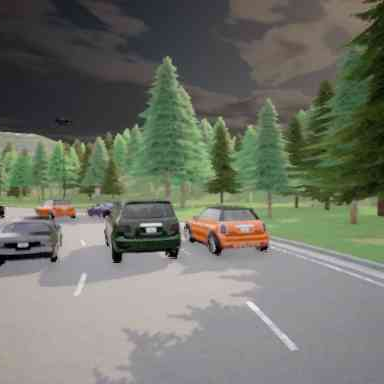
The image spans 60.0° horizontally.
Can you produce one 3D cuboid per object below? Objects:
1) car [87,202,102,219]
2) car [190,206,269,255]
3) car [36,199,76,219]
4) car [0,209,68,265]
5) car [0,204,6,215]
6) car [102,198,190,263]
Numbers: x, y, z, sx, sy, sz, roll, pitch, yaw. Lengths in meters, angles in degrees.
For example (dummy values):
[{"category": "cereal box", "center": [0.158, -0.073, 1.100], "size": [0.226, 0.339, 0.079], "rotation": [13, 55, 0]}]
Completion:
[{"category": "car", "center": [-7.648, 1.564, 29.408], "size": [1.812, 1.442, 4.674], "rotation": [0, 0, -40]}, {"category": "car", "center": [1.212, 1.324, 13.510], "size": [2.097, 1.767, 4.553], "rotation": [-1, 0, -17]}, {"category": "car", "center": [-11.892, 1.432, 28.866], "size": [2.097, 1.767, 4.553], "rotation": [-1, 0, -42]}, {"category": "car", "center": [-5.729, 1.588, 11.992], "size": [2.033, 1.411, 5.357], "rotation": [-1, 0, -19]}, {"category": "car", "center": [-18.770, 1.622, 30.605], "size": [5.008, 1.535, 1.882], "rotation": [0, 0, 45]}, {"category": "car", "center": [-2.004, 1.226, 12.407], "size": [2.150, 2.045, 5.566], "rotation": [0, 0, -17]}]
